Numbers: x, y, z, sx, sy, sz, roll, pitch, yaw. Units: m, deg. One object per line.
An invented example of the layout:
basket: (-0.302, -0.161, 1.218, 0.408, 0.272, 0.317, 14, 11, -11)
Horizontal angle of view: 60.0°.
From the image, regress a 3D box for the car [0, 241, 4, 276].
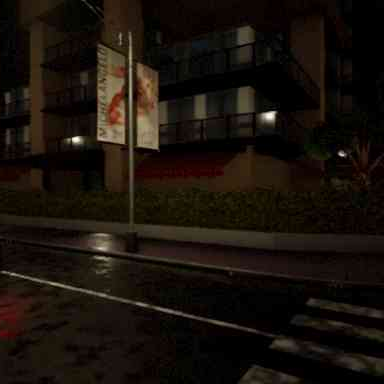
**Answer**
car: (-6.684, 1.437, 8.130, 5.008, 1.535, 1.882, 0, 0, 32)
